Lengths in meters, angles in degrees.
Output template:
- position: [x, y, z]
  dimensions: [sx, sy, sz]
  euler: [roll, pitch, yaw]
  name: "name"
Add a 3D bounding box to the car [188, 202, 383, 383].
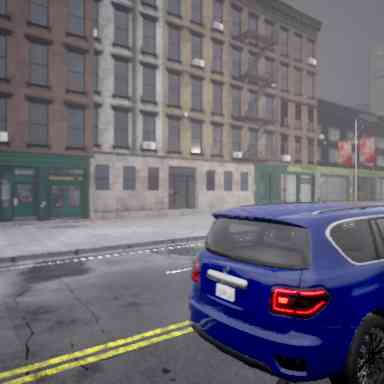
- position: [2.550, 1.179, 5.258]
  dimensions: [5.566, 2.045, 2.150]
  euler: [-1, 0, -35]
  name: "car"
